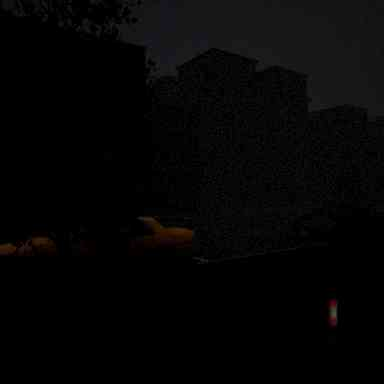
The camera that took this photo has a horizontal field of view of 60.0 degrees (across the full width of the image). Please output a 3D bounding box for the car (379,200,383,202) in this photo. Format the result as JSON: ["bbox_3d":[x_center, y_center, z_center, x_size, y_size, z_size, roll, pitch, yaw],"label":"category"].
[{"bbox_3d":[11.361,1.172,18.756,4.553,1.767,2.185,0,0,-33],"label":"car"}]

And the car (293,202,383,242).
[{"bbox_3d":[6.817,1.367,15.477,4.792,1.488,2.163,0,1,-33],"label":"car"}]

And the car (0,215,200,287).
[{"bbox_3d":[-2.327,1.323,8.927,5.366,1.575,1.946,1,0,-33],"label":"car"}]
